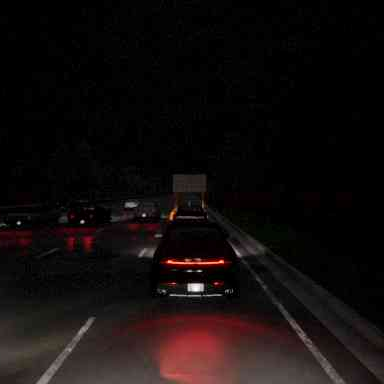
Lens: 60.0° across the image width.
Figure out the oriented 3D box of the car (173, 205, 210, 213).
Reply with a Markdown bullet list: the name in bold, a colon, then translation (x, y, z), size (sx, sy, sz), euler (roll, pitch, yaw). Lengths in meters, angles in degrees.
- **car**: translation (-0.051, 1.488, 18.912), size (2.128, 1.511, 4.902), euler (0, 0, 1)

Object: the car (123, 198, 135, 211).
- **car**: translation (-7.217, 1.526, 41.178), size (1.812, 1.442, 4.674), euler (0, 0, -1)

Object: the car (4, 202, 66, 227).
- **car**: translation (-10.556, 1.601, 22.510), size (1.895, 1.301, 4.718), euler (0, 0, 0)

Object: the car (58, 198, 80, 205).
- **car**: translation (-14.191, 1.489, 38.680), size (2.128, 1.511, 4.902), euler (0, 0, 0)

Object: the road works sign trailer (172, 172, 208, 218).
- **road works sign trailer**: translation (-0.174, 0.464, 22.782), size (2.380, 3.560, 2.880), euler (0, 0, -3)

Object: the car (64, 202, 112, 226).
- **car**: translation (-7.065, 1.600, 23.557), size (1.895, 1.301, 4.718), euler (0, 0, 0)

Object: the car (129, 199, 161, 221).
- **car**: translation (-3.595, 1.526, 27.077), size (1.812, 1.442, 4.674), euler (0, 0, 0)

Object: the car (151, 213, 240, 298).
- **car**: translation (0.052, 1.505, 8.525), size (1.837, 1.490, 4.892), euler (0, 0, 0)
